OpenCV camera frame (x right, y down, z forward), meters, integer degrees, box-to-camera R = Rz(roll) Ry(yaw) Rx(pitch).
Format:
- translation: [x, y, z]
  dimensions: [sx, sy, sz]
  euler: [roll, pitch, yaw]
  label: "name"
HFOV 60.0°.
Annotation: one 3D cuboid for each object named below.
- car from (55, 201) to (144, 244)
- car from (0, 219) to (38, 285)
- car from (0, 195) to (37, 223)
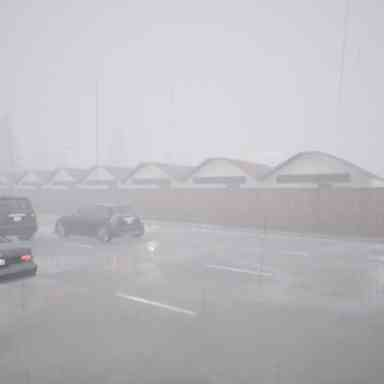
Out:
- translation: [-4.481, 1.307, 15.820]
  dimensions: [4.553, 1.767, 2.097]
  euler: [0, 0, 35]
  label: "car"
- translation: [-6.074, 1.513, 8.382]
  dimensions: [5.357, 1.411, 2.033]
  euler: [0, 0, 35]
  label: "car"
- translation: [-9.161, 1.165, 14.834]
  dimensions: [5.566, 2.045, 2.150]
  euler: [0, 0, 35]
  label: "car"
